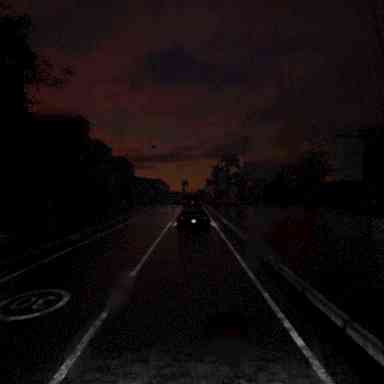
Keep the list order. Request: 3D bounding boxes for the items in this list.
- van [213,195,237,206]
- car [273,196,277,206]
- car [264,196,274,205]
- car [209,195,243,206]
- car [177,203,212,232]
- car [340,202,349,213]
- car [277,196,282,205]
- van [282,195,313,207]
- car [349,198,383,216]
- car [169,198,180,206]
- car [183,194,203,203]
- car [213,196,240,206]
[{"bbox_3d":[6.333,1.655,63.724,4.442,1.987,1.878,0,-1,0],"label":"van"},{"bbox_3d":[18.679,1.854,62.672,5.366,1.575,1.946,0,-1,0],"label":"car"},{"bbox_3d":[18.418,1.753,68.392,5.566,2.045,2.435,0,-2,-1],"label":"car"},{"bbox_3d":[6.081,1.748,57.763,5.366,1.575,1.946,0,-1,0],"label":"car"},{"bbox_3d":[0.096,1.624,20.703,1.994,1.385,4.181,0,0,0],"label":"car"},{"bbox_3d":[18.679,1.587,36.424,4.674,1.452,2.002,0,0,0],"label":"car"},{"bbox_3d":[18.701,1.795,60.012,5.366,1.575,1.946,0,-1,0],"label":"car"},{"bbox_3d":[18.421,1.517,57.220,4.442,1.987,1.878,0,-1,0],"label":"van"},{"bbox_3d":[18.750,1.411,33.254,4.553,1.767,2.185,0,0,0],"label":"car"},{"bbox_3d":[-3.330,1.931,64.515,1.837,1.490,4.892,0,-1,0],"label":"car"},{"bbox_3d":[0.092,1.303,40.032,2.150,2.045,5.566,0,-1,1],"label":"car"},{"bbox_3d":[6.273,1.683,60.684,4.553,1.767,2.185,0,-1,0],"label":"car"}]
